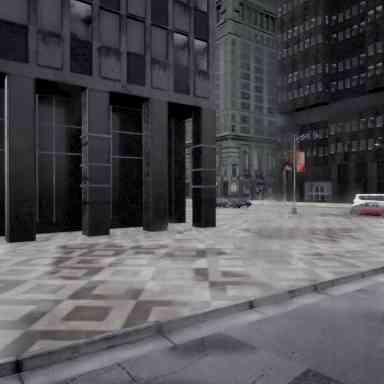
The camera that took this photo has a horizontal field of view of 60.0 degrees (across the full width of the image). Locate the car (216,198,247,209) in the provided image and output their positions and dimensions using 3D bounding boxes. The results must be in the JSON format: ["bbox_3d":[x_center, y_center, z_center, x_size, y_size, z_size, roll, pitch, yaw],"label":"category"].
[{"bbox_3d":[4.621,1.535,45.387,2.033,1.411,5.357,0,0,-34],"label":"car"}]

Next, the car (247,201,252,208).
[{"bbox_3d":[6.393,1.529,48.566,2.033,1.411,5.357,0,0,-34],"label":"car"}]

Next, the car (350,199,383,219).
[{"bbox_3d":[15.943,1.557,28.752,1.994,1.385,4.181,0,0,-34],"label":"car"}]

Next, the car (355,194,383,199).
[{"bbox_3d":[18.068,1.209,31.399,2.150,2.045,5.566,0,0,-34],"label":"car"}]
